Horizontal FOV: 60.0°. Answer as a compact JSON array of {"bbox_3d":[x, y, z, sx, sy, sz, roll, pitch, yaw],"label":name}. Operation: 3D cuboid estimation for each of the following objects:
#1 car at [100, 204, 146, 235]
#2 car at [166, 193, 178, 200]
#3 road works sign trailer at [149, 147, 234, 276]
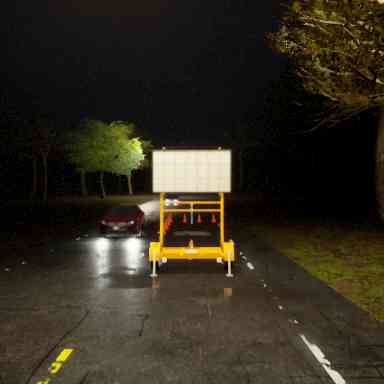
[{"bbox_3d":[-3.612,1.428,18.156,1.812,1.442,4.674,0,1,0],"label":"car"},{"bbox_3d":[-3.612,0.651,59.981,1.895,1.301,4.718,0,2,0],"label":"car"},{"bbox_3d":[-0.006,0.432,10.176,2.380,3.560,2.880,0,0,0],"label":"road works sign trailer"}]
